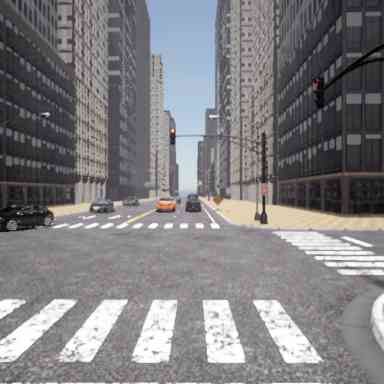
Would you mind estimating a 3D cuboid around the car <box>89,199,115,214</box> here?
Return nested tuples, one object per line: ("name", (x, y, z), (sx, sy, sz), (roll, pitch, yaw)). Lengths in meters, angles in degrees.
("car", (-9.785, 1.528, 36.392), (2.128, 1.511, 4.902), (0, 0, 0))

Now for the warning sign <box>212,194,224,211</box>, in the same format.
("warning sign", (2.919, 1.155, 37.637), (1.300, 1.860, 1.060), (0, 0, 0))

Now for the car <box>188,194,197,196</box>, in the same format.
("car", (0.153, 1.342, 64.410), (2.150, 2.045, 5.566), (0, 0, 1))

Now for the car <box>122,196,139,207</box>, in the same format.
("car", (-9.737, 1.433, 53.103), (2.097, 1.767, 4.553), (0, 0, 0))

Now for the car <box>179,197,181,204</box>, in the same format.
("car", (-3.088, 1.612, 64.761), (2.128, 1.511, 4.902), (0, 0, 1))

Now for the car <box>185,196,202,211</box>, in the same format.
("car", (0.174, 1.553, 41.448), (1.837, 1.490, 4.892), (0, 0, 0))

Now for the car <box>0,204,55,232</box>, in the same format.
("car", (-10.581, 1.516, 20.463), (1.837, 1.490, 4.892), (1, 0, 16))

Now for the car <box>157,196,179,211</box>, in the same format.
("car", (-3.078, 1.398, 40.662), (2.097, 1.767, 4.553), (0, 0, 0))
